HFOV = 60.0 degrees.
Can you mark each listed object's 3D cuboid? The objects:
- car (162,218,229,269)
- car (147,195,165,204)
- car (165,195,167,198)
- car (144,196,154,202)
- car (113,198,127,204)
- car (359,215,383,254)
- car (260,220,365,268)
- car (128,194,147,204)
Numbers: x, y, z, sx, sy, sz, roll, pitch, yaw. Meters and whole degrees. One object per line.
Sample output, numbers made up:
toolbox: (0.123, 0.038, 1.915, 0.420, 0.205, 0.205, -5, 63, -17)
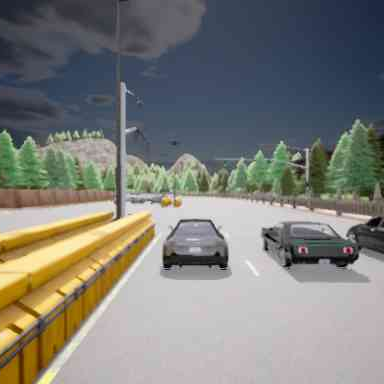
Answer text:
car: (0.111, 1.568, 11.178, 1.994, 1.385, 4.181, 0, 0, 1)
car: (-6.767, 1.527, 63.235, 1.837, 1.490, 4.892, 0, 0, 1)
car: (-6.686, 1.530, 78.855, 1.837, 1.490, 4.892, 0, 0, 0)
car: (-10.186, 1.625, 78.775, 1.895, 1.301, 4.718, 0, 0, 0)
car: (-13.760, 1.518, 63.585, 2.128, 1.511, 4.902, 0, 0, 1)
car: (7.112, 1.510, 11.436, 1.837, 1.490, 4.892, 0, 0, 1)
car: (3.612, 1.606, 11.226, 1.895, 1.301, 4.718, 0, 0, 1)
car: (-10.259, 1.570, 63.193, 2.033, 1.411, 5.357, 0, 0, 1)
